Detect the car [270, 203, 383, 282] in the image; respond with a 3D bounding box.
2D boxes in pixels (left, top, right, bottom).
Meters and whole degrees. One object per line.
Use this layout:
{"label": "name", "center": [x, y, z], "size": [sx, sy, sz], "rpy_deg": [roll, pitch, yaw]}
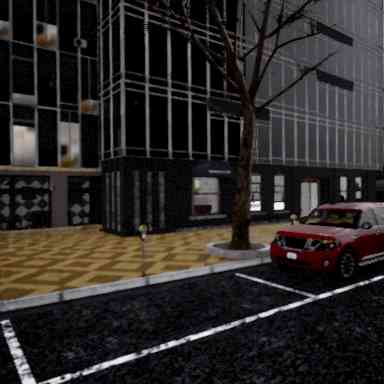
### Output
{"label": "car", "center": [4.554, 1.267, 9.814], "size": [5.009, 1.841, 2.192], "rpy_deg": [0, 0, -35]}
